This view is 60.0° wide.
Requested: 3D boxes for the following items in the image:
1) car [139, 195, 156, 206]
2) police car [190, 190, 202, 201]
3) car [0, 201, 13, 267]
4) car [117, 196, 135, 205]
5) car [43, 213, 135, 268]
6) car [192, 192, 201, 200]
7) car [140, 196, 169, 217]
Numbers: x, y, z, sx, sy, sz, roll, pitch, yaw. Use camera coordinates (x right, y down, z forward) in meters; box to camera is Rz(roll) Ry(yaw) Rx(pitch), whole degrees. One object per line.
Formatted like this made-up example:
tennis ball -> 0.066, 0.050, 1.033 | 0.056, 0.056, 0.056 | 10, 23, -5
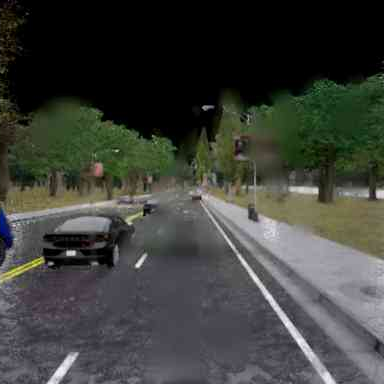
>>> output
car -> -6.567, 1.223, 49.650 | 1.994, 1.385, 4.181 | 0, 1, 0
police car -> 0.984, 0.914, 65.638 | 1.930, 1.638, 5.238 | 0, 1, 0
car -> -6.600, 1.192, 7.993 | 2.150, 2.045, 5.566 | 0, 0, 0
car -> -9.807, 1.226, 49.426 | 1.994, 1.385, 4.181 | 0, 0, 0
car -> -3.149, 1.434, 11.142 | 1.882, 1.535, 5.008 | 0, 0, 0
car -> 0.985, 0.873, 75.529 | 1.837, 1.490, 4.892 | 0, 1, 0
car -> -3.146, 1.310, 29.532 | 1.882, 1.535, 5.008 | 0, 0, 0
